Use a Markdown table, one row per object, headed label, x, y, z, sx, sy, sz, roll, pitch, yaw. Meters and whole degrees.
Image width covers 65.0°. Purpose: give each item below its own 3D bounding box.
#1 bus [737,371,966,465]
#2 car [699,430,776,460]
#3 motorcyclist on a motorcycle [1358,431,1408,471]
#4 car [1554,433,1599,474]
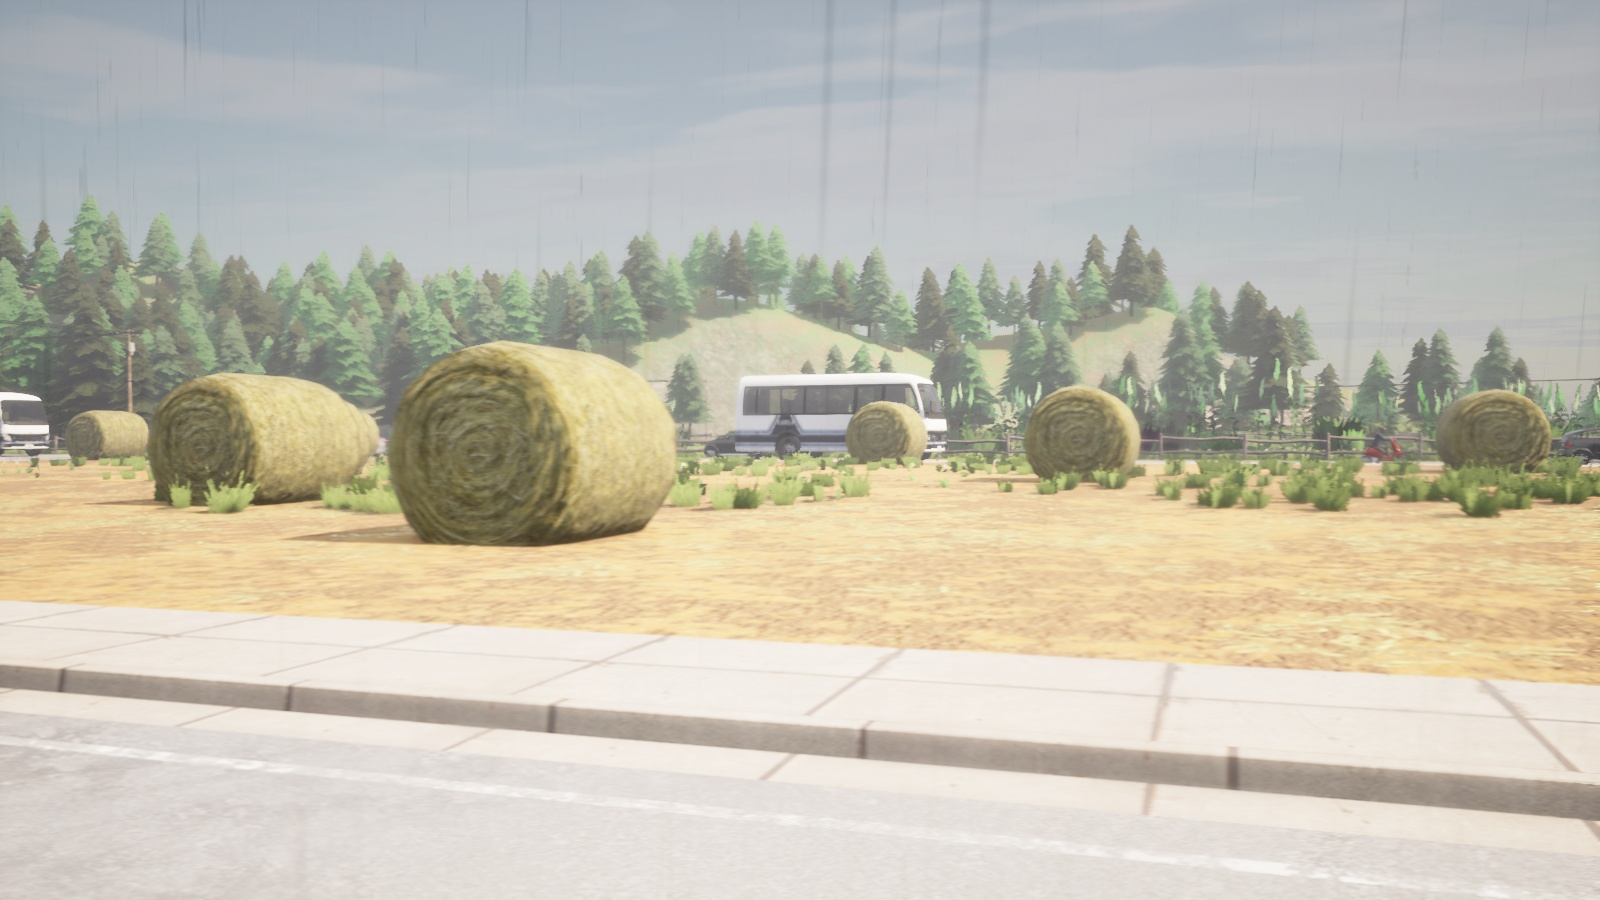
| label | x | y | z | sx | sy | sz | roll | pitch | yaw |
| --- | --- | --- | --- | --- | --- | --- | --- | --- | --- |
| bus | 2.461 | -1.516 | 60.395 | 10.273 | 4.253 | 3.944 | 1 | 1 | 22 |
| car | -3.306 | -0.282 | 66.579 | 3.705 | 1.549 | 1.789 | 1 | 1 | 22 |
| motorcyclist on a motorcycle | 23.915 | 0.036 | 51.564 | 1.817 | 1.590 | 0.866 | 1 | 1 | 22 |
| car | 31.422 | 0.139 | 48.468 | 3.705 | 1.549 | 1.789 | 1 | 1 | 23 |
